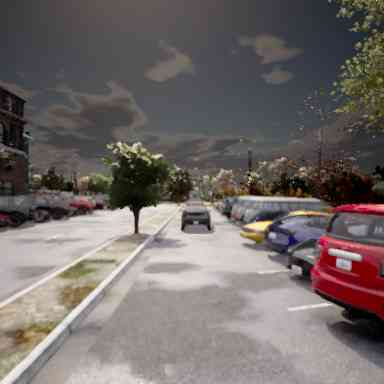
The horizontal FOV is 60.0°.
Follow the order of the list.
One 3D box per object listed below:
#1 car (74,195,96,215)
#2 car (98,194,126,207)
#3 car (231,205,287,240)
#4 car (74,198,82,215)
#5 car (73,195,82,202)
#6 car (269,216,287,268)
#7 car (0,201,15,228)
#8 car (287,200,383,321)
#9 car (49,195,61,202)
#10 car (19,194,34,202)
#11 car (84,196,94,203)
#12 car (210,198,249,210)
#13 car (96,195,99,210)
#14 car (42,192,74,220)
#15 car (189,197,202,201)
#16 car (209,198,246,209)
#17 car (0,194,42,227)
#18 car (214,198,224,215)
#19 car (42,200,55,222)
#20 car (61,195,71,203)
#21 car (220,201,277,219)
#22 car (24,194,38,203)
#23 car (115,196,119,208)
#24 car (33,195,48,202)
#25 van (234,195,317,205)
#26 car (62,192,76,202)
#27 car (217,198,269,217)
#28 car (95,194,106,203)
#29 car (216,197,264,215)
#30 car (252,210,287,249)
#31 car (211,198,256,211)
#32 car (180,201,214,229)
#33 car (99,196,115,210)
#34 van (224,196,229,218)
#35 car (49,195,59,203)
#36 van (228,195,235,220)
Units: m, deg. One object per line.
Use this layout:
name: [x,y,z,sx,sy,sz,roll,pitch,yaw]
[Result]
car: [-13.064,1.322,34.032,5.566,2.045,2.435,-1,0,-19]
car: [-12.916,1.360,49.072,5.566,2.045,2.435,-1,0,-19]
car: [4.747,1.526,14.914,5.366,1.575,1.946,1,0,-19]
car: [-13.091,1.593,31.021,4.792,1.488,2.163,-1,0,-19]
car: [-29.599,1.793,85.837,2.185,1.767,4.553,1,-3,-19]
car: [4.845,1.543,9.013,4.792,1.488,2.163,1,0,-20]
car: [-13.238,1.525,18.987,5.008,1.535,2.097,-1,0,-19]
car: [4.876,1.254,6.065,5.566,2.045,2.435,1,0,-20]
car: [-28.357,1.393,68.888,2.002,1.452,4.674,1,-1,-19]
car: [-34.265,1.230,68.998,2.185,1.767,4.553,0,-1,-19]
car: [-26.584,1.920,85.797,2.231,1.521,4.892,1,-3,-19]
car: [5.210,1.628,45.990,4.892,1.521,2.231,1,0,-19]
car: [-13.020,1.458,37.027,4.553,1.767,2.185,-1,0,-19]
car: [-13.126,1.303,28.018,5.566,2.045,2.435,-1,0,-19]
car: [0.426,1.476,40.060,2.097,1.767,4.553,0,0,1]
car: [5.258,1.637,49.384,4.892,1.521,2.231,1,0,-19]
car: [-13.233,1.284,21.977,5.566,2.045,2.435,-1,0,-19]
car: [5.056,1.317,26.897,5.566,2.045,2.435,1,0,-19]
car: [-13.149,1.574,25.009,4.792,1.488,2.163,-1,0,-19]
car: [-32.635,1.797,85.968,2.185,1.767,4.553,1,-3,-19]
car: [5.056,1.617,29.859,4.674,1.452,2.002,1,0,-19]
car: [-41.679,1.673,86.127,2.435,2.045,5.566,1,-3,-19]
car: [-12.930,1.649,46.070,4.674,1.452,2.002,-1,0,-19]
car: [-31.314,1.356,68.952,2.231,1.521,4.892,0,-1,-19]
van: [4.843,1.313,17.912,4.442,1.987,1.878,1,0,-19]
car: [-25.382,1.100,68.802,2.435,2.045,5.566,1,-1,-19]
car: [5.053,1.460,32.832,4.553,1.767,2.185,1,0,-19]
car: [-23.581,1.667,85.754,2.435,2.045,5.566,1,-3,-19]
car: [5.144,1.470,35.822,4.553,1.767,2.185,1,0,-19]
car: [4.922,1.553,12.015,4.792,1.488,2.163,1,0,-19]
car: [5.354,1.616,42.664,5.366,1.575,1.946,1,0,-19]
car: [0.256,1.573,22.083,1.837,1.490,4.892,0,0,0]
car: [-12.976,1.603,43.045,5.008,1.535,2.097,-1,0,-19]
van: [4.893,1.332,23.868,4.442,1.987,1.878,1,0,-19]
car: [-35.661,1.798,86.032,2.185,1.767,4.553,1,-3,-19]
van: [4.868,1.322,20.891,4.442,1.987,1.878,1,0,-19]
